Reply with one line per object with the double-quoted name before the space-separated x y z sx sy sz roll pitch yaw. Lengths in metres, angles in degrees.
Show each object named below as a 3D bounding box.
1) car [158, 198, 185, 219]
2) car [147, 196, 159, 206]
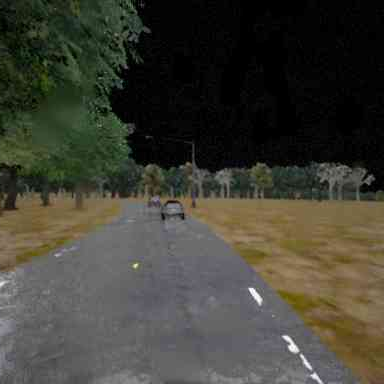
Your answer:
"car" -1.744 1.534 29.353 2.033 1.649 4.856 0 0 -6
"car" -6.444 1.530 56.868 2.097 1.767 4.553 0 0 -12
